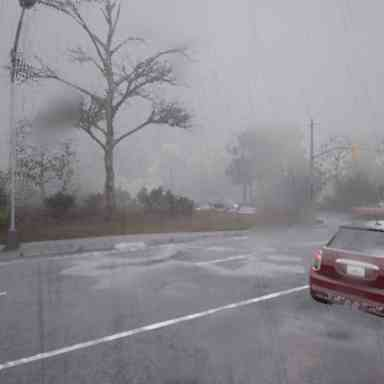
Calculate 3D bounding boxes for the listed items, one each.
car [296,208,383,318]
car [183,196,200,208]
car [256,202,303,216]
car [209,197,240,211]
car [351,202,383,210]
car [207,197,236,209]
[{"bbox_3d":[4.509,1.352,6.817,4.553,1.767,2.097,0,0,-35],"label":"car"},{"bbox_3d":[-0.534,1.431,49.346,2.097,1.767,4.553,0,-1,-26],"label":"car"},{"bbox_3d":[8.424,1.601,32.352,1.895,1.301,4.718,0,0,-29],"label":"car"},{"bbox_3d":[3.954,1.514,40.529,2.128,1.511,4.902,0,0,-28],"label":"car"},{"bbox_3d":[15.550,1.564,27.752,1.994,1.385,4.181,0,0,-36],"label":"car"},{"bbox_3d":[4.138,1.559,47.684,1.837,1.490,4.892,0,0,-27],"label":"car"}]
